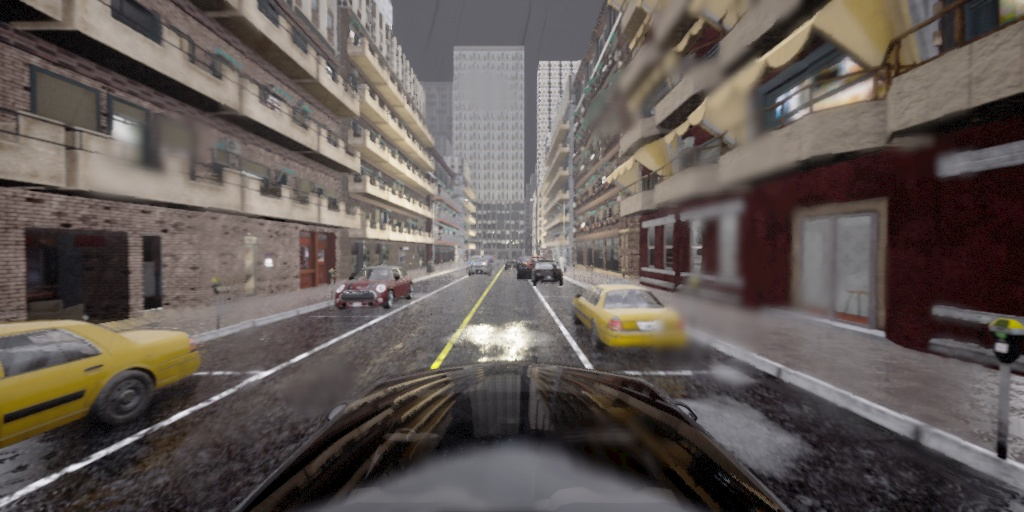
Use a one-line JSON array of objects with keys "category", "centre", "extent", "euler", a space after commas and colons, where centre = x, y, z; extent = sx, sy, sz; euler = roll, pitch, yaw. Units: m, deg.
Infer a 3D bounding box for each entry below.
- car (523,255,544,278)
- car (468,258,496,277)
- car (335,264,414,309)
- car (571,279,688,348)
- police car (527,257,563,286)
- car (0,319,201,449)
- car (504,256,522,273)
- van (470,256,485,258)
[{"category": "car", "centre": [2.560, 0.916, 36.525], "extent": [2.192, 1.841, 5.009], "euler": [0, 0, 0]}, {"category": "car", "centre": [-2.846, 1.180, 33.138], "extent": [1.994, 1.385, 4.181], "euler": [0, 0, 0]}, {"category": "car", "centre": [-5.317, 1.137, 14.307], "extent": [1.967, 1.591, 4.097], "euler": [0, 0, 0]}, {"category": "car", "centre": [2.564, 1.246, 8.950], "extent": [1.751, 1.417, 4.829], "euler": [0, 0, 0]}, {"category": "police car", "centre": [2.239, 1.079, 24.226], "extent": [1.930, 1.638, 5.238], "euler": [0, 0, 0]}, {"category": "car", "centre": [-5.316, 1.269, 3.039], "extent": [1.751, 1.417, 4.829], "euler": [0, 0, 0]}, {"category": "car", "centre": [0.035, 1.056, 48.007], "extent": [1.837, 1.490, 4.892], "euler": [0, 1, 1]}, {"category": "van", "centre": [-5.323, 0.869, 53.151], "extent": [1.690, 1.789, 3.998], "euler": [0, 0, 0]}]
